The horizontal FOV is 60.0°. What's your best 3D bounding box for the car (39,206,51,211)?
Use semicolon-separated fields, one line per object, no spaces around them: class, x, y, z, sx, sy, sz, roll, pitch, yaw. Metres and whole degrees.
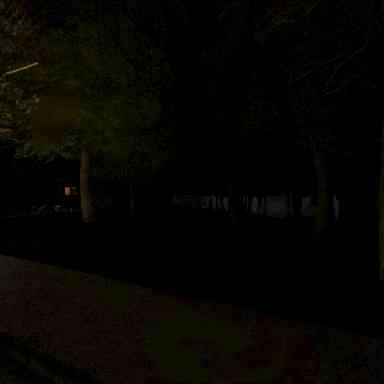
car;-38.328;4.275;86.963;1.994;1.385;4.181;0;-2;-9

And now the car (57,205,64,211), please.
car;-35.123;4.238;87.498;2.128;1.511;4.902;0;-2;-9

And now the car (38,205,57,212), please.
car;-33.409;3.886;77.215;1.837;1.490;4.892;0;-2;-9

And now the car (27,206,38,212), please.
car;-36.677;3.912;77.058;1.837;1.490;4.892;0;-2;-9
